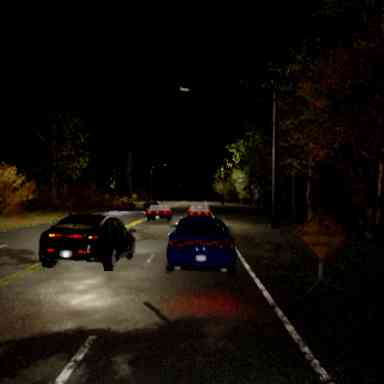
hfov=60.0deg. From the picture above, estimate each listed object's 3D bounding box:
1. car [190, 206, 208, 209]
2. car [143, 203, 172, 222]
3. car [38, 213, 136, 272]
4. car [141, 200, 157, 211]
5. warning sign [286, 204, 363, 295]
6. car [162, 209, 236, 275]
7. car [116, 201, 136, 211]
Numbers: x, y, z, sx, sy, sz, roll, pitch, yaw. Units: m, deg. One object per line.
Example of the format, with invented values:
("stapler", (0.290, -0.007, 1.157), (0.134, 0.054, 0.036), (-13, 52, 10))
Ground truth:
("car", (0.606, 1.844, 28.272), (1.895, 1.301, 4.718), (2, -2, 1))
("car", (-2.677, 1.780, 28.234), (1.895, 1.301, 4.718), (0, -3, 1))
("car", (-2.961, 1.457, 10.314), (1.837, 1.490, 4.892), (3, -6, 1))
("car", (-5.734, 1.887, 46.312), (2.033, 1.411, 5.357), (1, 0, 2))
("warning sign", (2.973, 1.249, 7.641), (1.300, 1.860, 1.060), (2, 0, 1))
("car", (0.277, 1.522, 10.672), (1.882, 1.535, 5.008), (2, -1, 1))
("car", (-9.006, 1.884, 45.407), (1.895, 1.301, 4.718), (1, 0, 2))
